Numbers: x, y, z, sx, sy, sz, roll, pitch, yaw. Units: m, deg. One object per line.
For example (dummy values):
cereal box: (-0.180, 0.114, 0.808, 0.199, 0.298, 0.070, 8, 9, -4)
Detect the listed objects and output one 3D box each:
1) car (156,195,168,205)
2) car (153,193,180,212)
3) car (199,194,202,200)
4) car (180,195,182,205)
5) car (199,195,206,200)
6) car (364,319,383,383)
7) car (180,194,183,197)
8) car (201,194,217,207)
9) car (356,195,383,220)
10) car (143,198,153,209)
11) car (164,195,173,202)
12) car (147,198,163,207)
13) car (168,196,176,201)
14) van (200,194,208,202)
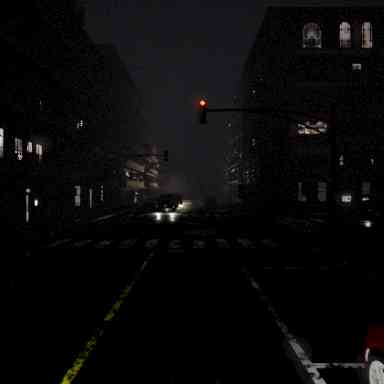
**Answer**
car: (-5.528, 1.462, 61.888, 1.967, 1.590, 4.097, -1, 0, 0)
car: (-2.989, 1.228, 40.085, 2.150, 2.045, 5.566, 0, 0, 0)
car: (2.869, 1.578, 67.388, 2.008, 1.369, 4.403, -1, 0, 0)
car: (-2.956, 1.561, 50.390, 2.033, 1.411, 5.357, 0, 0, 0)
car: (2.946, 1.602, 95.027, 1.887, 1.381, 4.507, -1, 0, 0)
car: (2.687, 1.544, 1.805, 1.887, 1.381, 4.507, 0, 0, 0)
car: (-2.896, 1.244, 61.105, 2.150, 2.045, 5.566, 0, 0, 1)
car: (2.822, 1.454, 50.804, 1.967, 1.590, 4.097, -1, 0, 0)
car: (14.907, 1.206, 24.758, 5.008, 1.535, 1.882, -1, 0, -1)
car: (-5.572, 1.561, 45.305, 2.008, 1.369, 4.403, 0, 0, 0)
car: (-5.481, 1.563, 78.302, 1.752, 1.417, 4.829, -1, 0, 0)
car: (-5.557, 1.580, 50.832, 1.947, 1.339, 4.313, 0, 0, 0)
car: (-5.449, 1.632, 89.528, 1.802, 1.307, 4.206, -1, 0, 0)
van: (2.898, 1.379, 78.443, 1.690, 1.788, 3.998, -1, 0, 0)
